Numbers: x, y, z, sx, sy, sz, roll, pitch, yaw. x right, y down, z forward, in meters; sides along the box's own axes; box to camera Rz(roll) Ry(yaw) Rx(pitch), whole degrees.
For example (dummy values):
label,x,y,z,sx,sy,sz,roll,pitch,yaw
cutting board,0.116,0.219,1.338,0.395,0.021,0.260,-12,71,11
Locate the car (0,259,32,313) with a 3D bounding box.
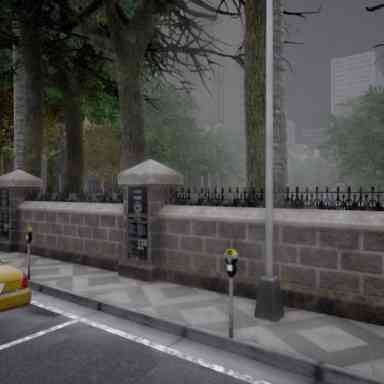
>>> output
label,x,y,z,sx,sy,sz,roll,pitch,yaw
car,-5.071,1.526,6.555,4.829,1.417,1.752,0,0,35
